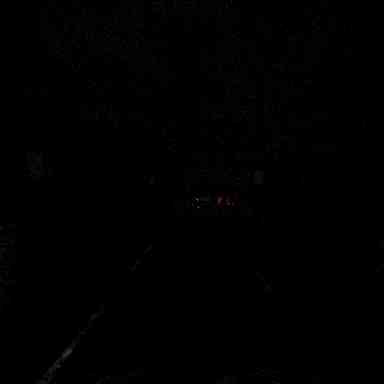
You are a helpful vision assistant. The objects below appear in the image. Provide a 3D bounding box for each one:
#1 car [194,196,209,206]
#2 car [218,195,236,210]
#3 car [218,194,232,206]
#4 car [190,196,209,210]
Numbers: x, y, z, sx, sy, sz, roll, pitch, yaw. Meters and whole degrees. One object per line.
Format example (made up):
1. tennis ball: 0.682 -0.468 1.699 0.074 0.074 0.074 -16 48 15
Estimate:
1. car: 1.524 1.355 51.542 2.128 1.511 4.902 0 0 4
2. car: 4.361 1.439 41.003 2.033 1.411 5.357 0 0 3
3. car: 5.038 1.215 51.618 2.097 1.767 4.553 0 0 4
4. car: 0.866 1.491 41.181 1.895 1.301 4.718 0 0 3
